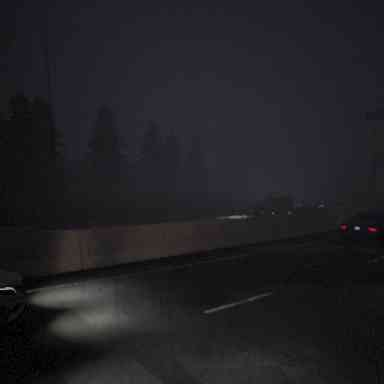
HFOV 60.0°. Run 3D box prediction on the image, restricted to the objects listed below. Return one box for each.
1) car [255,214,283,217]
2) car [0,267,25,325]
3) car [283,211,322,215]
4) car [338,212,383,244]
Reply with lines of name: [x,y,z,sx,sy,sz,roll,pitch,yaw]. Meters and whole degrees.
car: [7.870,1.453,31.427,2.150,2.045,5.566,0,0,38]
car: [-4.956,1.532,4.681,4.674,1.442,1.812,1,0,-35]
car: [9.793,1.821,28.236,1.895,1.301,4.718,0,0,39]
car: [9.117,1.693,16.640,2.033,1.411,5.357,0,0,44]
